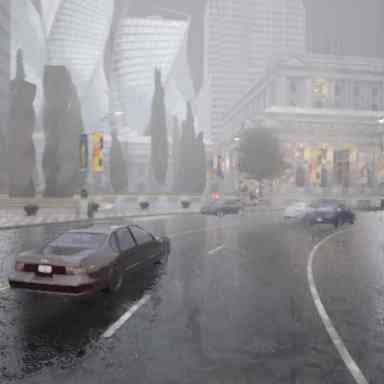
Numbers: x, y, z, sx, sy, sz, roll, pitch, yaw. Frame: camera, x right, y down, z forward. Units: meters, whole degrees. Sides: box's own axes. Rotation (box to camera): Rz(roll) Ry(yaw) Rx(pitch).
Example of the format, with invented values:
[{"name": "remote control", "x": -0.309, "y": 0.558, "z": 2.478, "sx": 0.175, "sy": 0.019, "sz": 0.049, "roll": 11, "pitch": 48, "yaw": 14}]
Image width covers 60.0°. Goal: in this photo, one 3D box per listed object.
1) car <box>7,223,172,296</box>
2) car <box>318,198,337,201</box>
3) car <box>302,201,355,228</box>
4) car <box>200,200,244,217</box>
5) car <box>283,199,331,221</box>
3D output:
[{"name": "car", "x": -2.160, "y": 1.522, "z": 8.780, "sx": 2.033, "sy": 1.411, "sz": 5.357, "roll": 0, "pitch": 0, "yaw": 15}, {"name": "car", "x": 13.419, "y": 1.438, "z": 34.581, "sx": 4.553, "sy": 1.767, "sz": 2.097, "roll": 0, "pitch": 0, "yaw": -29}, {"name": "car", "x": 9.549, "y": 1.588, "z": 22.607, "sx": 1.812, "sy": 1.442, "sz": 4.674, "roll": 0, "pitch": 0, "yaw": 42}, {"name": "car", "x": 2.878, "y": 1.505, "z": 30.898, "sx": 4.892, "sy": 1.490, "sz": 1.837, "roll": 0, "pitch": 0, "yaw": -43}, {"name": "car", "x": 9.159, "y": 1.582, "z": 27.045, "sx": 4.674, "sy": 1.442, "sz": 1.812, "roll": 0, "pitch": 0, "yaw": -43}]
